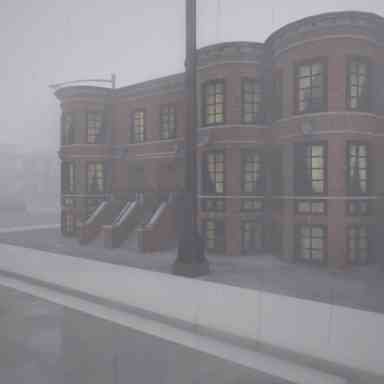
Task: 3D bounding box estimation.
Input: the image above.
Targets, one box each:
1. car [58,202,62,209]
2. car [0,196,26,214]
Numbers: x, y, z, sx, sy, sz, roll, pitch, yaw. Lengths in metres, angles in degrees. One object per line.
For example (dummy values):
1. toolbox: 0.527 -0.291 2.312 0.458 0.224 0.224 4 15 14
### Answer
1. car: -15.660 1.476 45.192 1.882 1.535 5.008 0 1 36
2. car: -19.492 1.350 33.798 2.097 1.767 4.553 0 0 35
